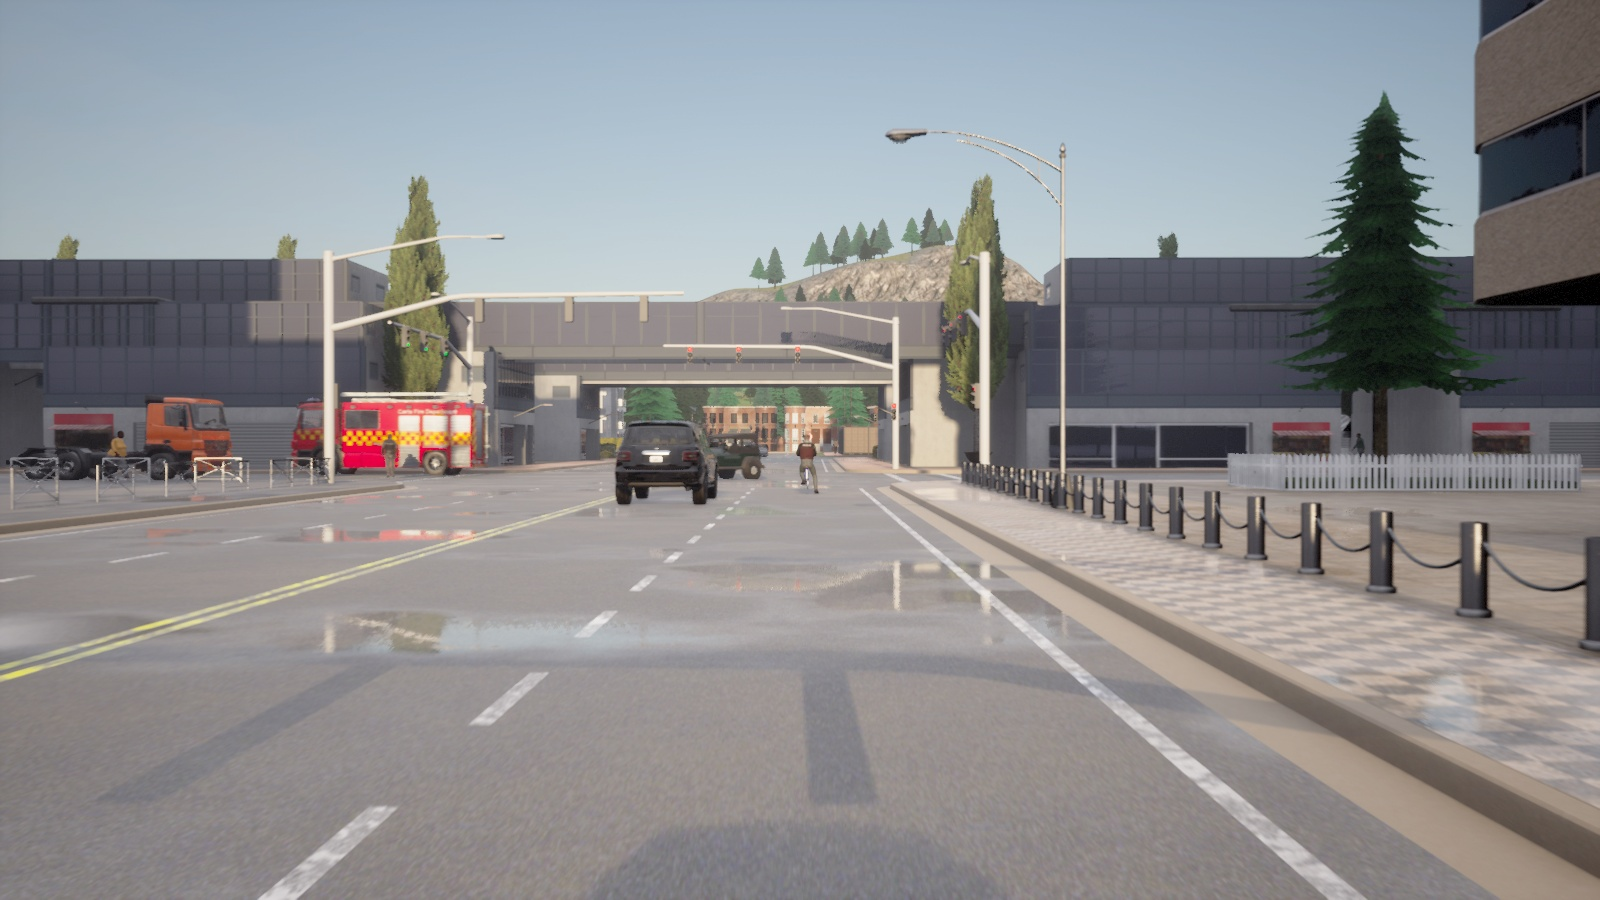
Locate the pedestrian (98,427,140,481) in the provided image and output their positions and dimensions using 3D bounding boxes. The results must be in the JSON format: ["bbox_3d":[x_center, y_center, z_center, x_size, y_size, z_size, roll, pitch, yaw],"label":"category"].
[{"bbox_3d":[-23.630,0.141,43.586,0.900,1.855,0.874,0,0,17],"label":"pedestrian"}]

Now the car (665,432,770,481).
[{"bbox_3d":[-3.270,0.257,50.124,3.866,1.878,1.905,0,0,-45],"label":"car"}]

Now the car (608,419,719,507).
[{"bbox_3d":[-3.323,0.284,31.700,2.150,2.045,5.566,0,0,0],"label":"car"}]

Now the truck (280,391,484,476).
[{"bbox_3d":[-19.279,-0.762,58.231,8.468,3.827,2.891,0,0,1],"label":"truck"}]

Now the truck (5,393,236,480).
[{"bbox_3d":[-27.705,-0.548,51.416,7.936,3.462,2.891,0,0,2],"label":"truck"}]

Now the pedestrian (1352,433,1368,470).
[{"bbox_3d":[28.395,0.069,63.679,0.614,1.847,0.353,0,0,-2],"label":"pedestrian"}]

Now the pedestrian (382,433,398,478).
[{"bbox_3d":[-17.128,0.216,52.425,0.563,1.883,0.849,0,0,-14],"label":"pedestrian"}]
